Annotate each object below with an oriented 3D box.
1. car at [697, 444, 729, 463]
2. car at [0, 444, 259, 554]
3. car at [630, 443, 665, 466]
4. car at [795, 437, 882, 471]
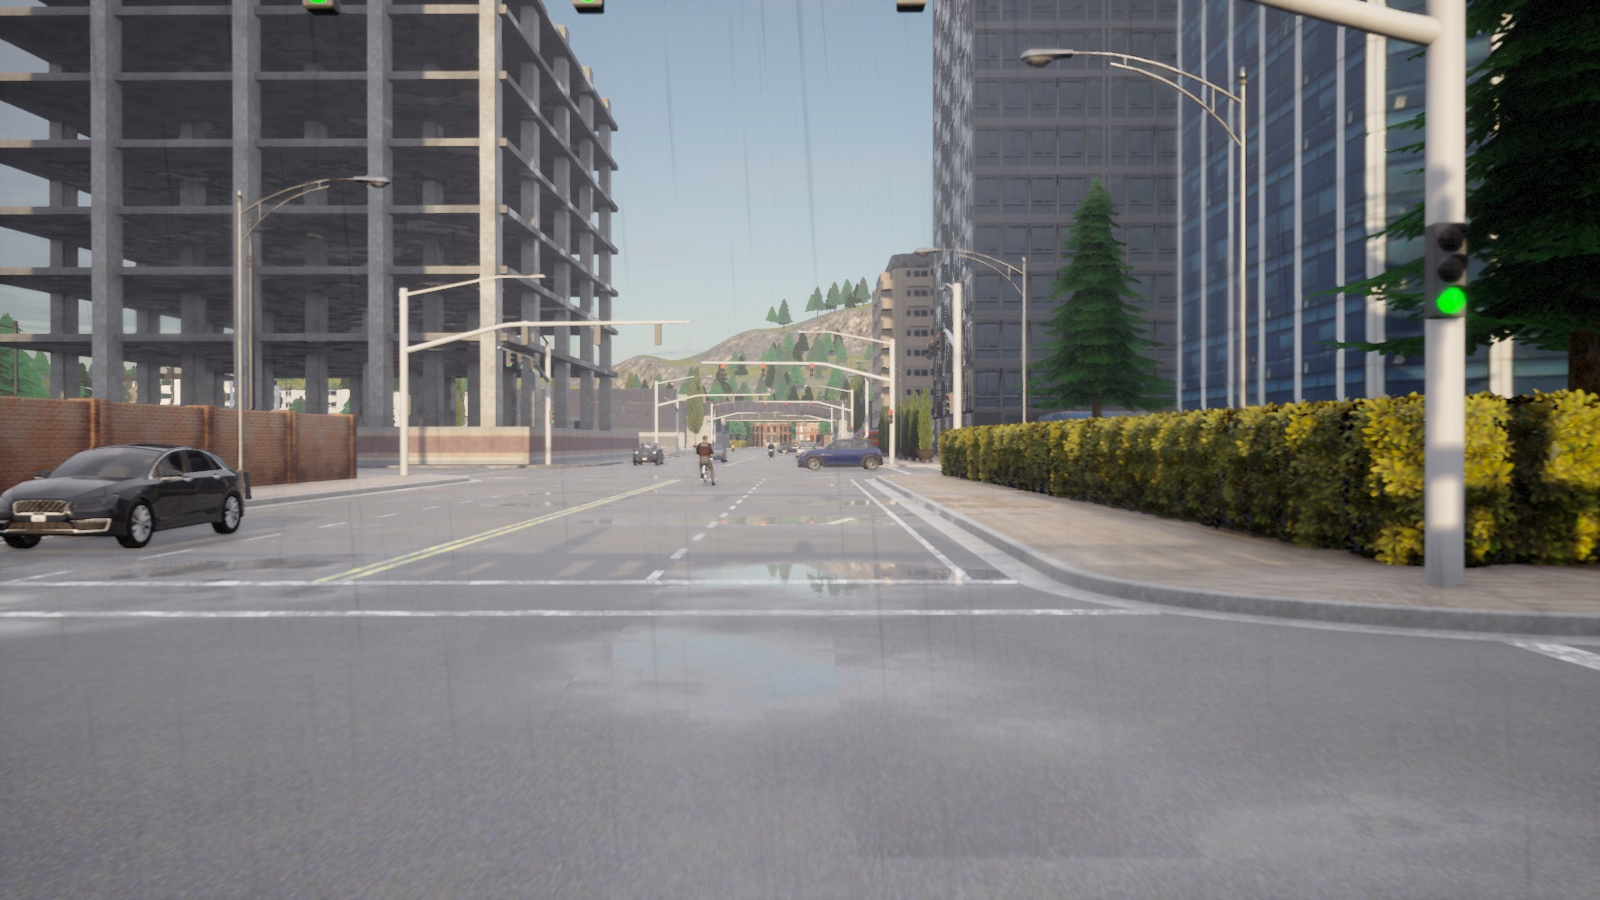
[{"bbox_3d":[-6.451,0.232,93.693,2.033,1.411,5.357,0,0,0],"label":"car"},{"bbox_3d":[-10.375,0.653,19.467,1.837,1.490,4.892,0,0,0],"label":"car"},{"bbox_3d":[-10.014,0.266,82.796,1.845,1.501,3.633,0,0,0],"label":"car"},{"bbox_3d":[2.006,0.215,66.375,4.553,1.767,2.097,0,0,-1],"label":"car"}]
